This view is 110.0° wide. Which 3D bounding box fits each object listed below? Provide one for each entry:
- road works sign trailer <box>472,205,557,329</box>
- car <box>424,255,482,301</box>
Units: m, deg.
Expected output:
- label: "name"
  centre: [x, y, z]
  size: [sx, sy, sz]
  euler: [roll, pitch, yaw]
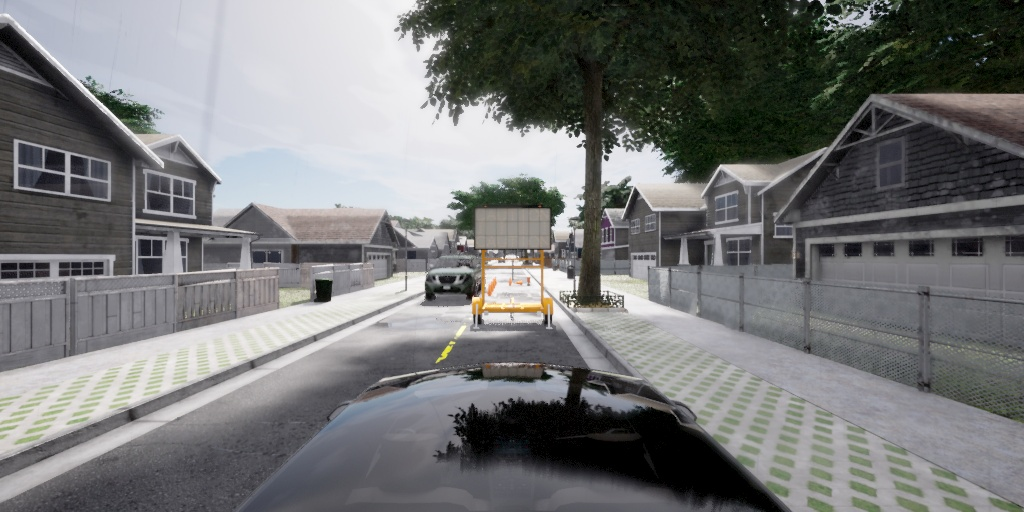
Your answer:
- label: "road works sign trailer"
  centre: [0.023, 0.213, 11.233]
  size: [2.380, 3.560, 2.880]
  euler: [0, 0, 0]
- label: "car"
  centre: [-2.721, 0.967, 17.777]
  size: [2.150, 2.045, 5.566]
  euler: [0, 0, 0]
